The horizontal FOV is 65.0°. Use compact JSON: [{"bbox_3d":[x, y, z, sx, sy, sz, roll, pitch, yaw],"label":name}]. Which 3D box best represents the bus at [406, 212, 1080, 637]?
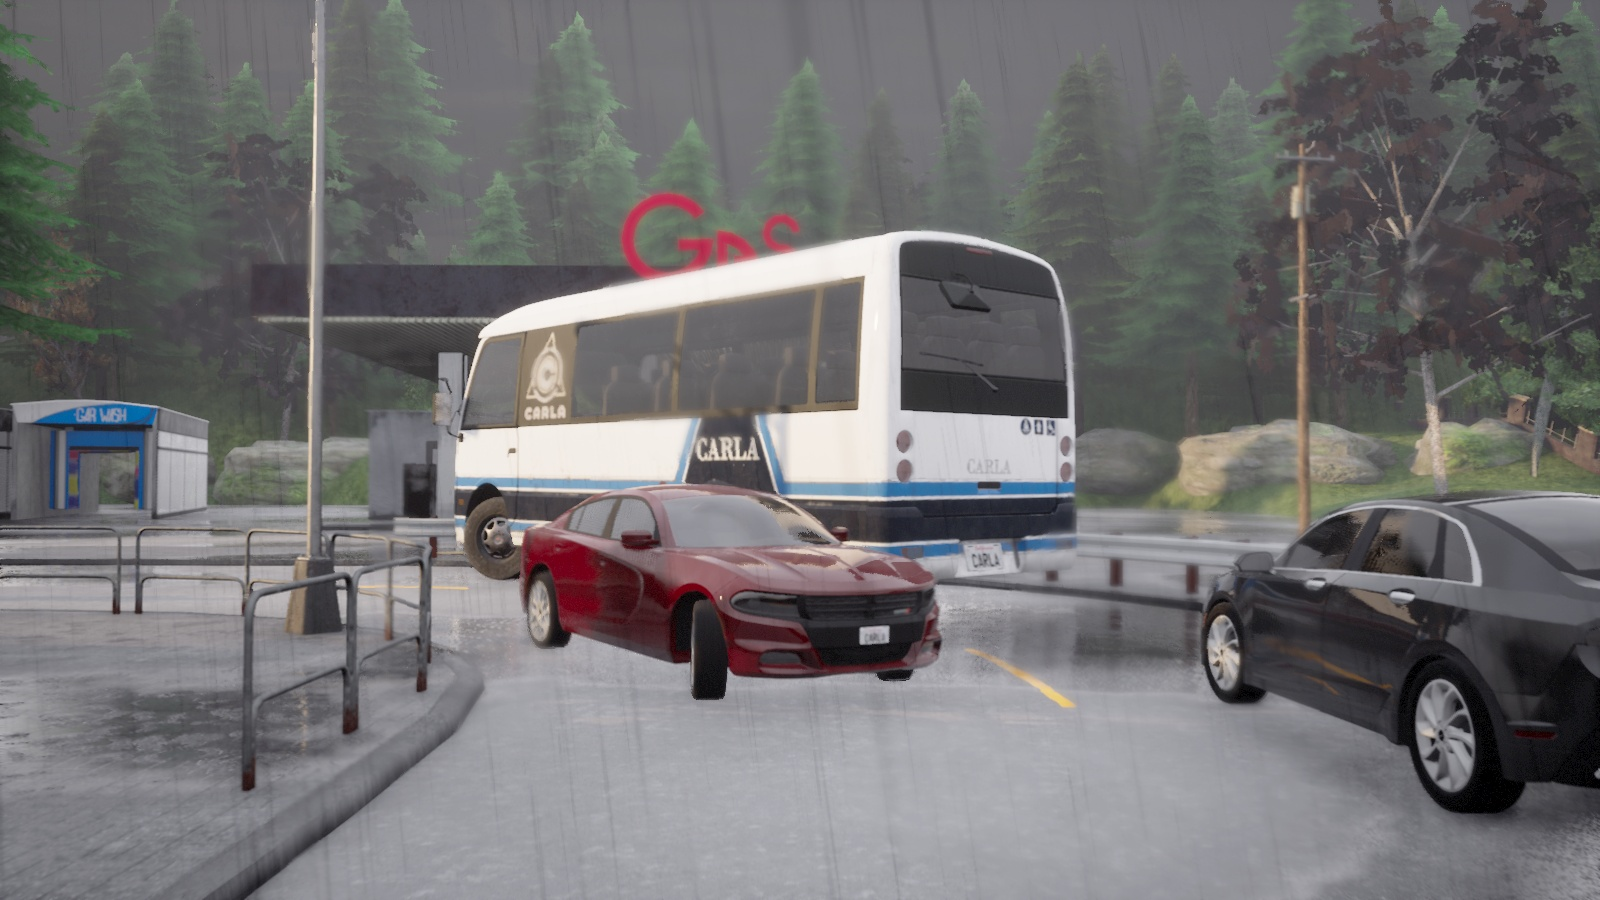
[{"bbox_3d":[-1.504,-0.162,17.706,3.944,4.253,10.273,1,-1,-41],"label":"bus"}]

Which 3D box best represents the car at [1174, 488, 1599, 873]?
[{"bbox_3d":[3.922,0.974,7.401,1.837,1.490,4.892,0,-2,-2],"label":"car"}]

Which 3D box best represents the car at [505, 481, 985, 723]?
[{"bbox_3d":[-0.778,1.039,10.660,1.882,1.535,5.008,1,-2,-31],"label":"car"}]
